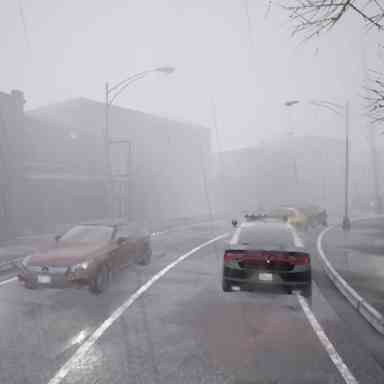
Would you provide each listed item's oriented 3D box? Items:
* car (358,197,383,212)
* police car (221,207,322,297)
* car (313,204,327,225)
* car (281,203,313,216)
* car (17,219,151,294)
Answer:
[{"bbox_3d":[22.778,1.467,41.308,4.553,1.767,2.097,1,1,-29],"label":"car"},{"bbox_3d":[1.973,1.427,8.902,1.930,1.638,5.238,0,0,12],"label":"police car"},{"bbox_3d":[7.775,1.535,22.480,1.837,1.490,4.892,1,0,34],"label":"car"},{"bbox_3d":[5.078,1.469,17.783,1.801,1.575,5.366,1,0,26],"label":"car"},{"bbox_3d":[-2.507,1.507,9.015,1.812,1.442,4.674,0,0,12],"label":"car"}]
